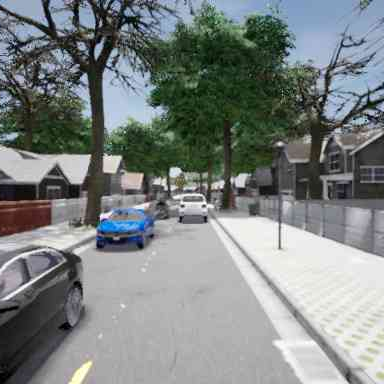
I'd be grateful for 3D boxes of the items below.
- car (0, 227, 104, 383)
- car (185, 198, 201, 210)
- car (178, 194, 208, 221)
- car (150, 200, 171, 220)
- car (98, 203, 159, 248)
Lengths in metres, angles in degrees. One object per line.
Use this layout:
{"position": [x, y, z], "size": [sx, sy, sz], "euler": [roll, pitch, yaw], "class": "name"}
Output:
{"position": [-2.842, 1.488, 4.103], "size": [2.128, 1.511, 4.902], "euler": [0, 0, 0], "class": "car"}
{"position": [0.089, 1.537, 43.854], "size": [1.994, 1.385, 4.181], "euler": [0, 0, 0], "class": "car"}
{"position": [0.084, 1.196, 26.696], "size": [2.150, 2.045, 5.566], "euler": [0, 0, 0], "class": "car"}
{"position": [-2.810, 1.484, 27.797], "size": [1.837, 1.490, 4.892], "euler": [0, 0, 0], "class": "car"}
{"position": [-2.803, 1.463, 14.895], "size": [1.882, 1.535, 5.008], "euler": [0, 0, 0], "class": "car"}
